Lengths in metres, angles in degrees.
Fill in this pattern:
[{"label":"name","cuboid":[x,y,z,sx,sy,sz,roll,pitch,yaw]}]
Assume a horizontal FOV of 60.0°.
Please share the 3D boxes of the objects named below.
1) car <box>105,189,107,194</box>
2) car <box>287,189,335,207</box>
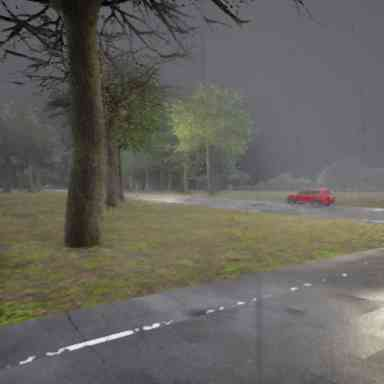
[{"label":"car","cuboid":[-18.388,-0.135,74.657,1.895,1.301,4.718,-1,2,-28]},{"label":"car","cuboid":[13.772,0.628,38.718,2.150,2.045,5.566,-1,2,-35]}]
